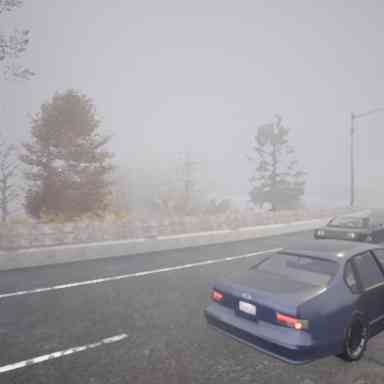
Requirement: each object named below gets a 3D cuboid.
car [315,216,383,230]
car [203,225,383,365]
[{"bbox_3d":[7.366,1.722,14.764,4.718,1.301,1.895,1,-1,-43],"label":"car"},{"bbox_3d":[2.692,1.597,5.981,5.357,1.411,2.033,0,0,-39],"label":"car"}]
